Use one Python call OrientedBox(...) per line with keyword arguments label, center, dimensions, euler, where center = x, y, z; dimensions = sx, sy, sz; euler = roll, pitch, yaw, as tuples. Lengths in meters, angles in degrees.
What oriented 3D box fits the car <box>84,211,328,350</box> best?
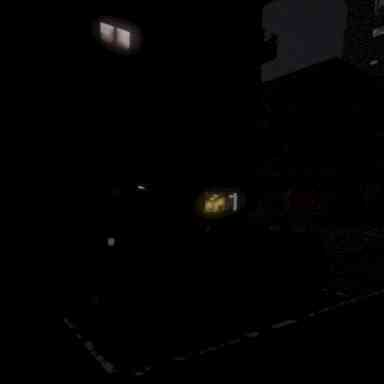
OrientedBox(label="car", center=(0.599, 1.356, 6.490), dimensions=(5.009, 1.841, 2.192), euler=(1, 1, -35))
